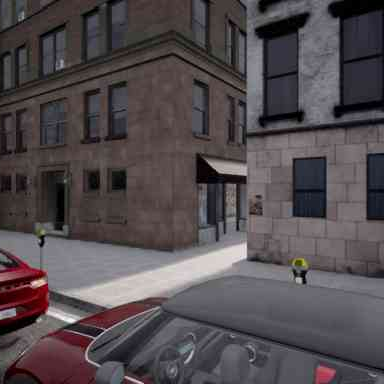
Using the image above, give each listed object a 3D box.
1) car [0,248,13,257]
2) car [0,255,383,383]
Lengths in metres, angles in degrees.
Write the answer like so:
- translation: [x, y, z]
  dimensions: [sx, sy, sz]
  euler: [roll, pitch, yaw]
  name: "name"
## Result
- translation: [-4.364, 1.544, 5.872]
  dimensions: [4.507, 1.381, 1.887]
  euler: [0, 0, 35]
  name: "car"
- translation: [0.284, 1.440, 2.603]
  dimensions: [4.097, 1.590, 1.967]
  euler: [0, 0, 35]
  name: "car"
